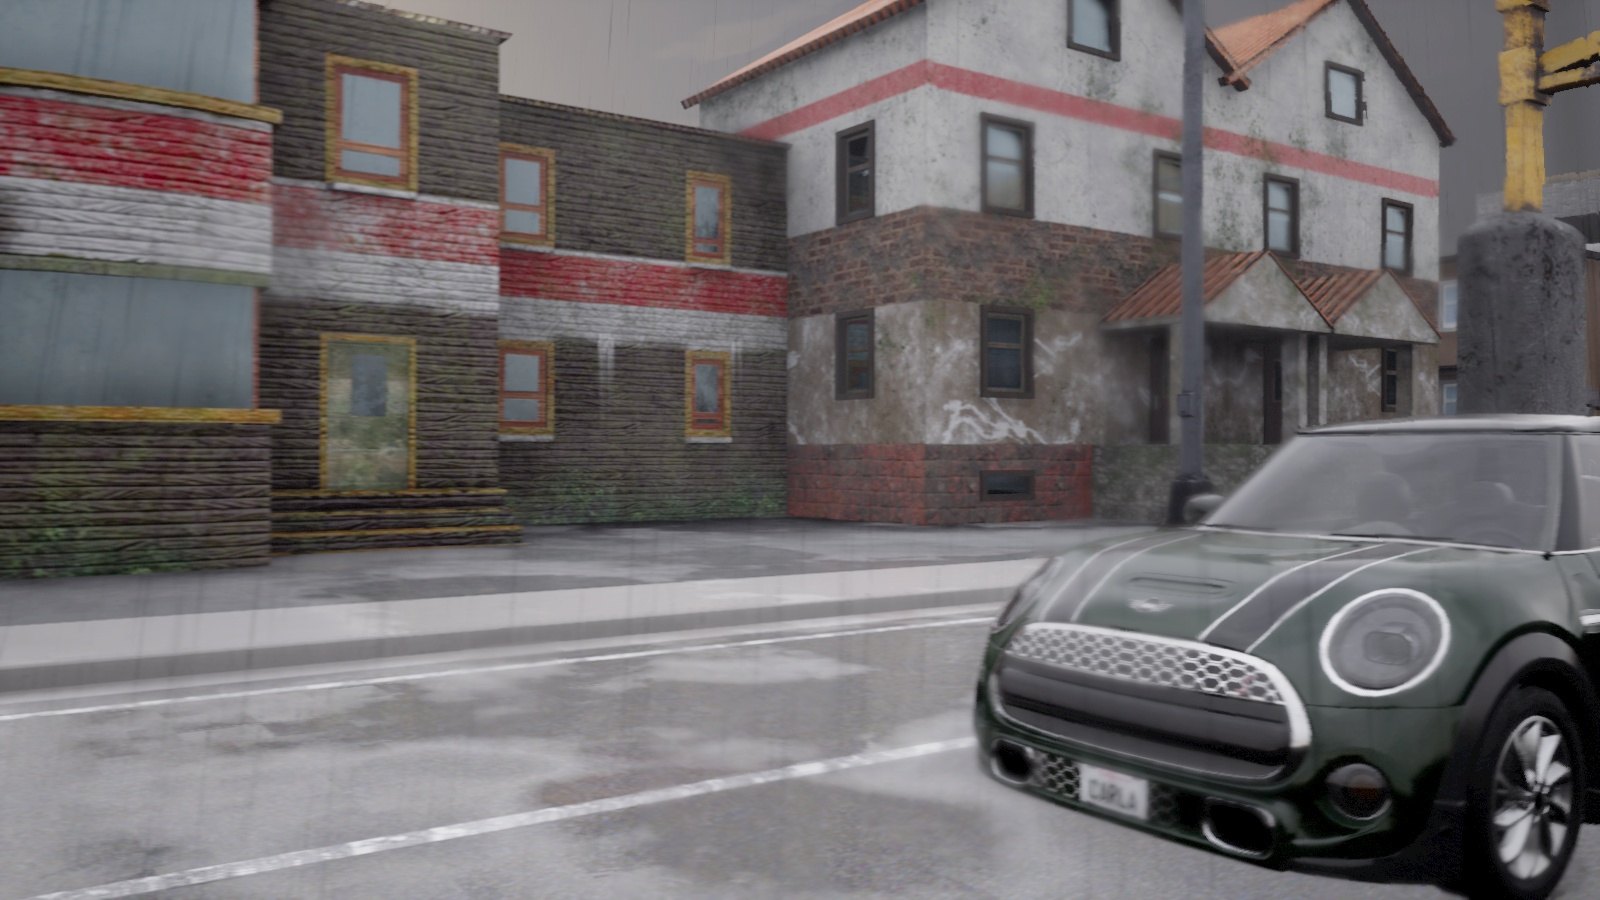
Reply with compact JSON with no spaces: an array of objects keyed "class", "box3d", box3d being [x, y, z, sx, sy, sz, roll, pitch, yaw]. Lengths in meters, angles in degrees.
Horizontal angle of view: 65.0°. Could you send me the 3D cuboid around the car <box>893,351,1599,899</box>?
[{"class":"car","box3d":[2.857,0.611,5.647,4.553,1.767,2.097,0,0,-35]}]
